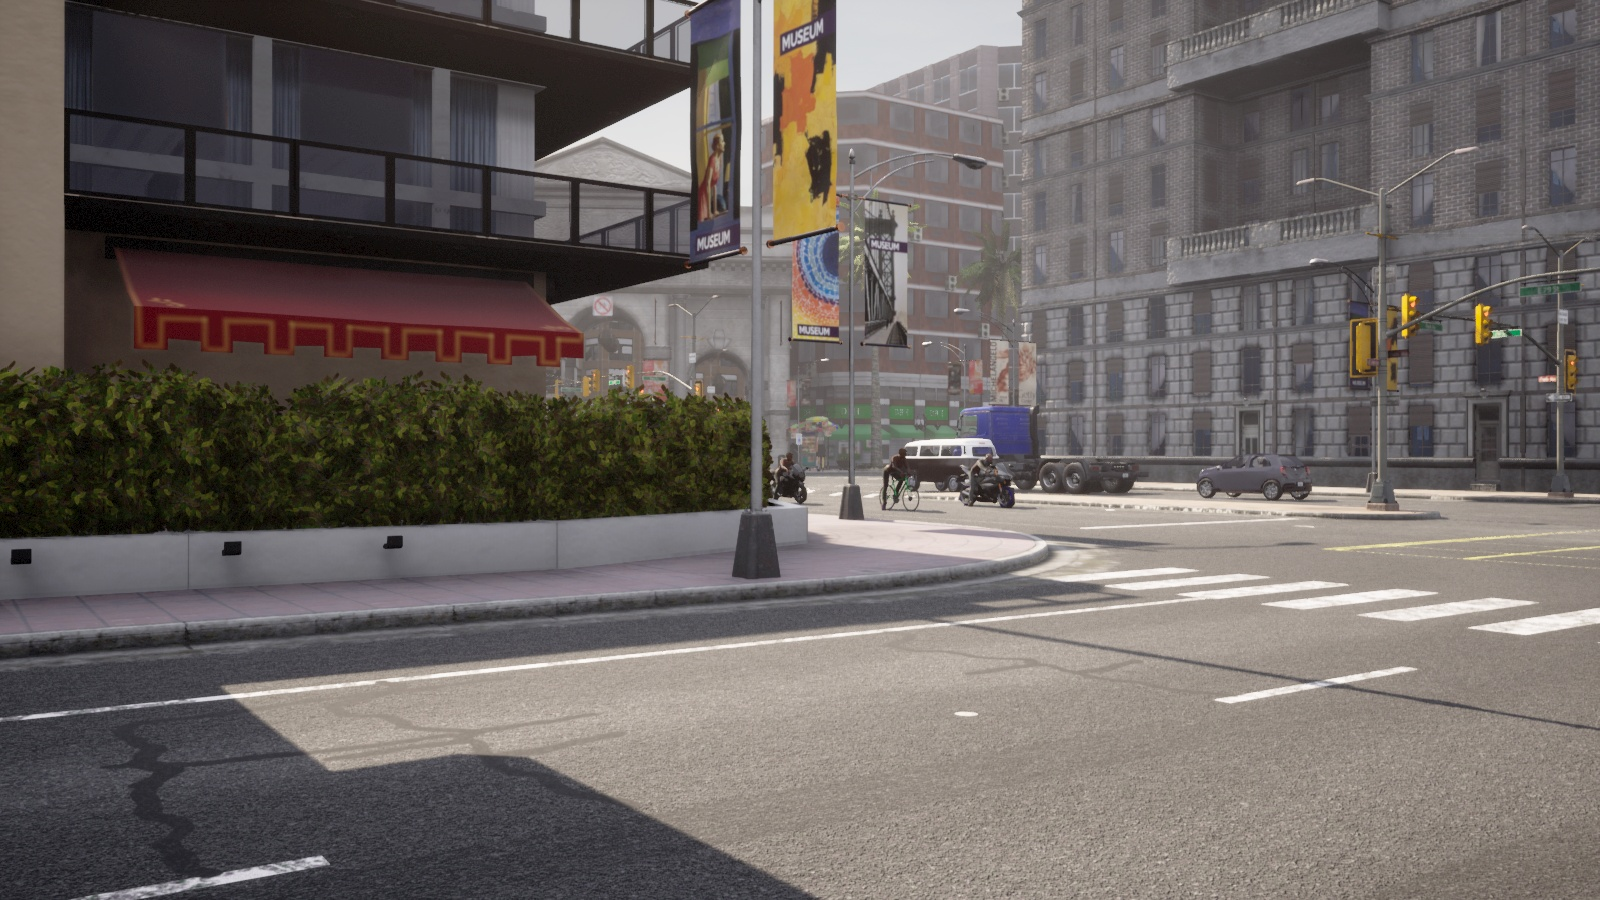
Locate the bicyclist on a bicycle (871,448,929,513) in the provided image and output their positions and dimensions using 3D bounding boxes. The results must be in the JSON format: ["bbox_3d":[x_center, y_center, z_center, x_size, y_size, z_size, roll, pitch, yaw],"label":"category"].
[{"bbox_3d":[2.565,0.770,32.513,0.582,1.620,1.656,0,0,-35],"label":"bicyclist on a bicycle"}]

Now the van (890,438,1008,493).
[{"bbox_3d":[5.675,0.572,48.287,2.069,2.038,4.480,0,0,-34],"label":"van"}]

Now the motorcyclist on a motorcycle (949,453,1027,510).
[{"bbox_3d":[5.192,0.852,34.869,0.866,1.530,2.191,0,0,-35],"label":"motorcyclist on a motorcycle"}]

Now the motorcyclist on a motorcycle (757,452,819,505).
[{"bbox_3d":[-0.372,0.816,36.784,0.797,1.523,2.044,0,0,-35],"label":"motorcyclist on a motorcycle"}]

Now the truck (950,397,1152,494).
[{"bbox_3d":[9.565,-0.141,48.807,2.891,3.462,7.936,0,0,-35],"label":"truck"}]

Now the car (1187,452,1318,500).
[{"bbox_3d":[14.795,0.825,41.201,1.845,1.501,3.633,0,0,-35],"label":"car"}]
